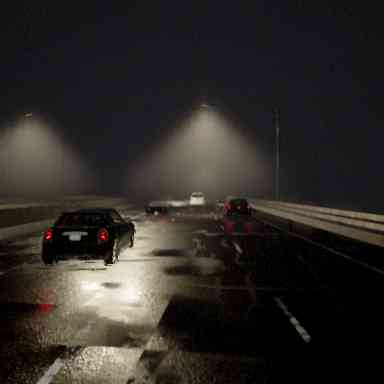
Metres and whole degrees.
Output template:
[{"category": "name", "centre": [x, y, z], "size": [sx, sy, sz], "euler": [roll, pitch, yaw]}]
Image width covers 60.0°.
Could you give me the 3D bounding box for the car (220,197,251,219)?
[{"category": "car", "centre": [3.857, 1.303, 29.070], "size": [2.097, 1.767, 4.553], "euler": [0, 0, 1]}]

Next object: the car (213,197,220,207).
[{"category": "car", "centre": [4.261, 1.438, 49.263], "size": [2.128, 1.511, 4.902], "euler": [0, 0, 2]}]

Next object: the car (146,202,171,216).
[{"category": "car", "centre": [-3.079, 1.549, 31.265], "size": [1.895, 1.301, 4.718], "euler": [0, 0, 1]}]

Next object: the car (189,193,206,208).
[{"category": "car", "centre": [0.796, 1.167, 46.958], "size": [2.150, 2.045, 5.566], "euler": [0, 0, 1]}]

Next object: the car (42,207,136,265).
[{"category": "car", "centre": [-3.338, 1.326, 11.668], "size": [2.097, 1.767, 4.553], "euler": [0, 0, 0]}]
